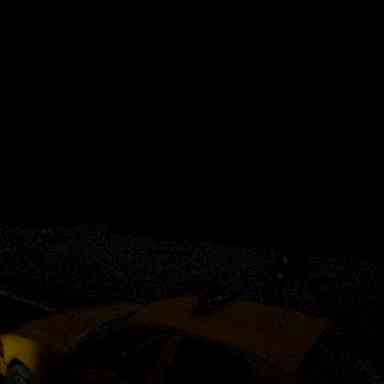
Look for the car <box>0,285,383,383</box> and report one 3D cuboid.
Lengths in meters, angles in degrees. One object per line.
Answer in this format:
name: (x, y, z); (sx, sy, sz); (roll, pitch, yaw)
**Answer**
car: (-0.019, 1.534, 2.980); (4.829, 1.417, 1.752); (0, 0, 36)
